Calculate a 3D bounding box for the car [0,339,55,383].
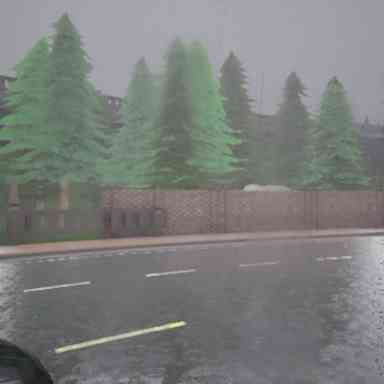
[{"bbox_3d":[-3.088,1.501,1.315,4.902,1.511,2.128,0,0,-39],"label":"car"}]
